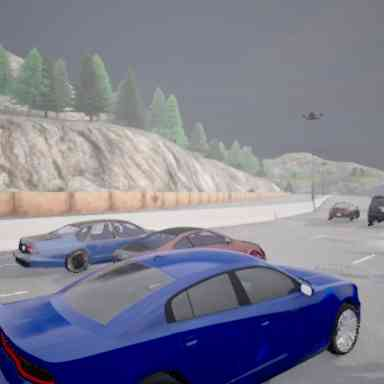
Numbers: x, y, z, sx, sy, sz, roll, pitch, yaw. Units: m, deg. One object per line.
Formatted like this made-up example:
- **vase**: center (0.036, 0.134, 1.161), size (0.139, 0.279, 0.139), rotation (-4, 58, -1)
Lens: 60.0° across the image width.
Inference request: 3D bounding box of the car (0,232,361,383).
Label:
- **car**: center (0.283, 1.492, 4.322), size (5.008, 1.535, 1.882), rotation (0, 0, -37)

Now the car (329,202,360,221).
- **car**: center (12.648, 1.574, 27.577), size (1.812, 1.442, 4.674), rotation (0, 0, 34)

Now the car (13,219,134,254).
- **car**: center (-2.695, 1.590, 10.766), size (5.357, 1.411, 2.033), rotation (0, 0, -39)

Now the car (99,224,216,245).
- **car**: center (0.050, 1.592, 8.649), size (4.181, 1.385, 1.994), rotation (0, 0, -40)

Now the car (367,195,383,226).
- **car**: center (13.674, 1.253, 22.923), size (2.150, 2.045, 5.566), rotation (0, 0, 38)
